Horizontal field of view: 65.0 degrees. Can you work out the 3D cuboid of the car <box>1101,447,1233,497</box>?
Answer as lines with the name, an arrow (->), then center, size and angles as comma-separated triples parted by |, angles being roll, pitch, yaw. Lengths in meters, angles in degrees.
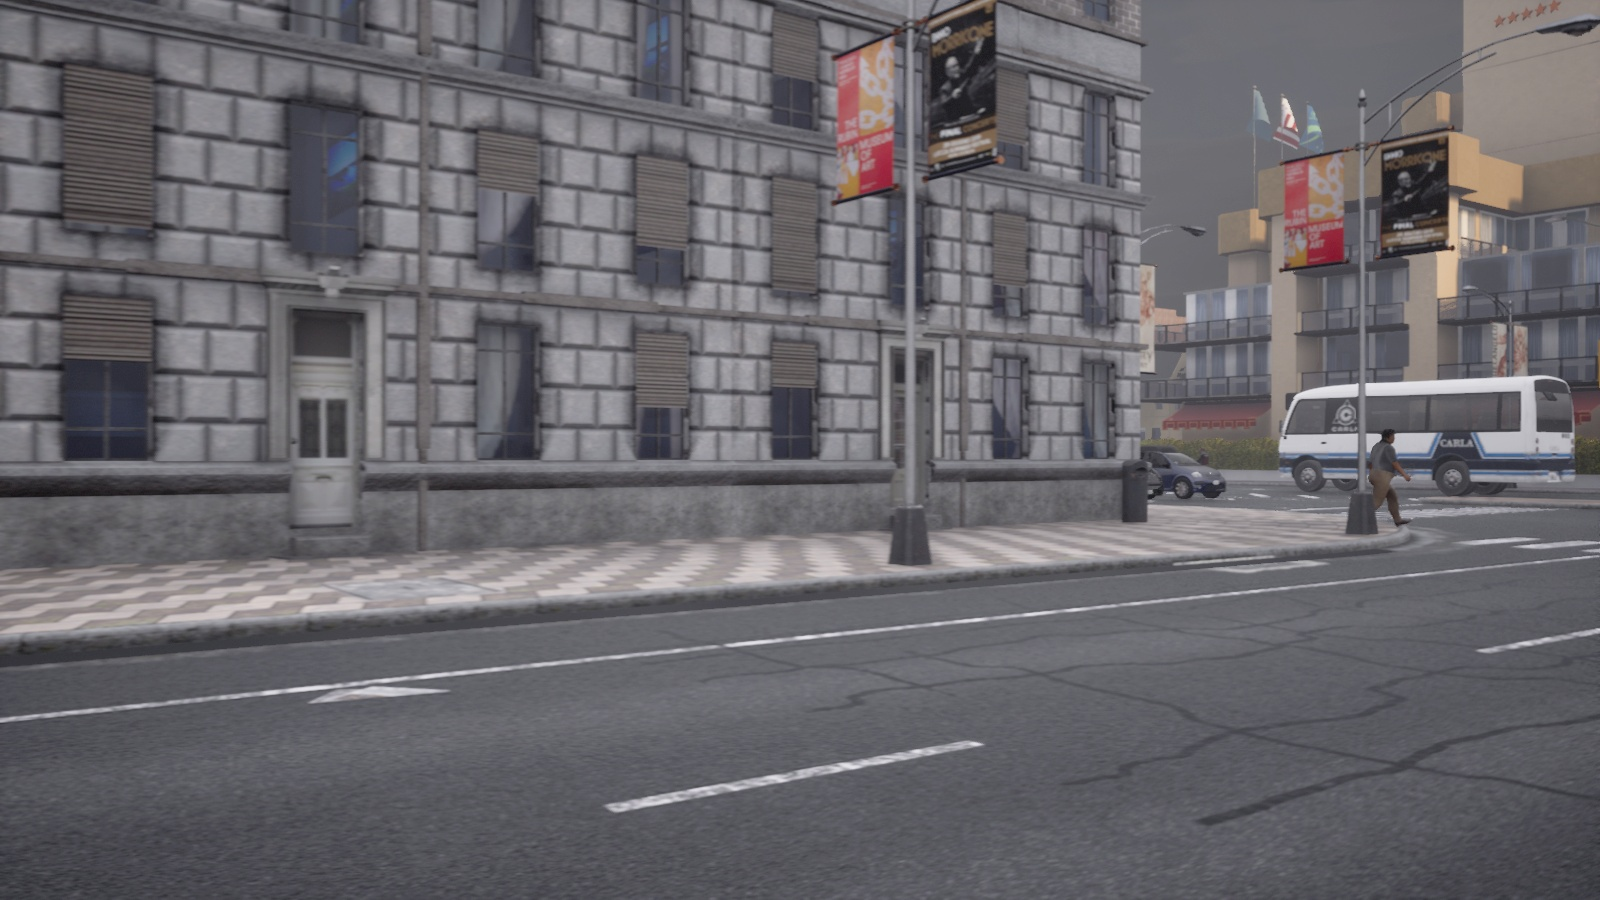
car -> 12.438, 0.724, 42.738 | 1.851, 1.617, 3.988 | 0, 0, -36

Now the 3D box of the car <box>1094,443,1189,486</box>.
car -> 15.698, 0.653, 57.857 | 1.905, 1.878, 3.866 | 0, 0, -36

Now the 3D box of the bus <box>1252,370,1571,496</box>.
bus -> 22.929, -0.560, 47.854 | 3.944, 4.253, 10.273 | 0, 0, -36

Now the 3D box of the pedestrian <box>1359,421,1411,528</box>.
pedestrian -> 10.307, 0.427, 22.126 | 0.694, 1.848, 0.540 | 0, 0, 7

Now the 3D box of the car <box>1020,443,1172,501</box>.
car -> 9.532, 0.686, 40.783 | 2.097, 1.767, 4.553 | 0, 0, -36
